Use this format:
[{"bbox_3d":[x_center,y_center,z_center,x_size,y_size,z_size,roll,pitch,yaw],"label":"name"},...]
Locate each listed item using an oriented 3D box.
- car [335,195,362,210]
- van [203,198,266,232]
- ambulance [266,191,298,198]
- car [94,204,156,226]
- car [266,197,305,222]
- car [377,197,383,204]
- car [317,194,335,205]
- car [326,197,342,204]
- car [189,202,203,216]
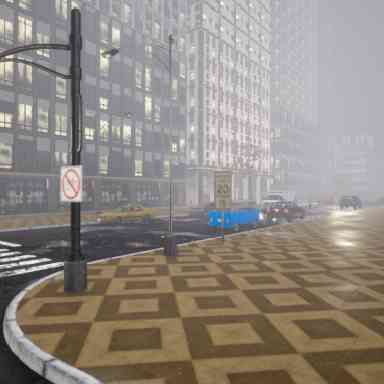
[{"bbox_3d":[21.250,1.368,44.471,2.192,1.841,5.009,0,0,38],"label":"car"},{"bbox_3d":[2.677,1.368,20.234,1.690,1.788,3.998,0,0,38],"label":"van"},{"bbox_3d":[10.284,1.062,38.963,2.351,2.431,6.366,0,0,38],"label":"ambulance"},{"bbox_3d":[-4.708,1.540,23.958,1.752,1.417,4.829,0,0,38],"label":"car"},{"bbox_3d":[7.649,1.472,26.855,1.967,1.590,4.097,0,0,38],"label":"car"},{"bbox_3d":[38.250,1.658,66.489,1.947,1.339,4.313,0,0,38],"label":"car"},{"bbox_3d":[25.214,1.380,62.499,2.192,1.841,5.009,0,0,38],"label":"car"},{"bbox_3d":[28.614,1.624,66.902,2.008,1.369,4.403,0,0,38],"label":"car"},{"bbox_3d":[1.412,1.603,31.672,1.802,1.307,4.206,0,0,38],"label":"car"}]
